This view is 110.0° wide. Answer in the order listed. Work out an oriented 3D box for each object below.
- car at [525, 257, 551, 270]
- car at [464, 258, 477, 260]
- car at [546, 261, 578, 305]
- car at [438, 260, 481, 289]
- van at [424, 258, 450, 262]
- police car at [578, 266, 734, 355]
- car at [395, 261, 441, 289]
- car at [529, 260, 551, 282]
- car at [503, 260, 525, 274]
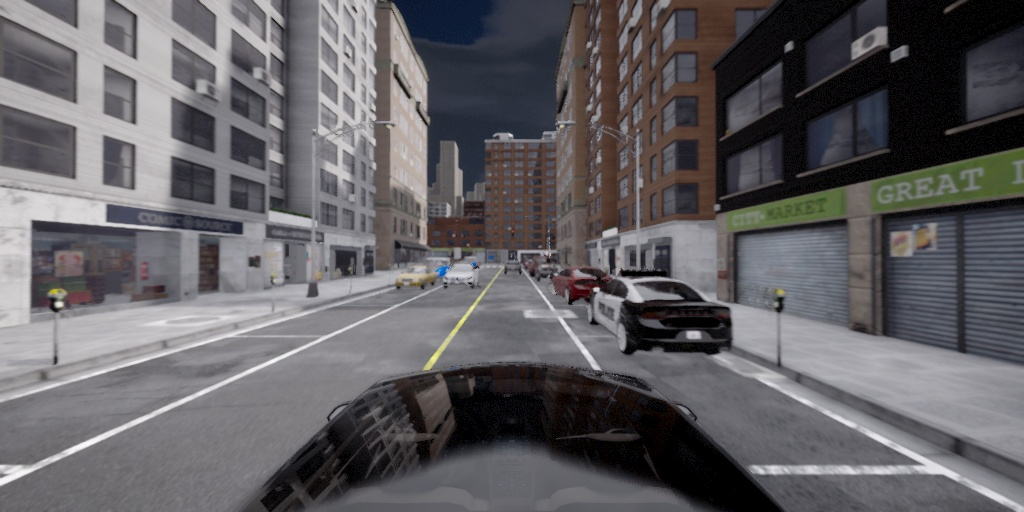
[{"bbox_3d":[2.680,0.979,33.430,2.192,1.841,5.009,0,0,0],"label":"car"},{"bbox_3d":[-5.842,1.219,44.400,1.948,1.339,4.313,0,0,0],"label":"car"},{"bbox_3d":[3.010,1.179,15.950,1.882,1.535,5.008,0,0,-5],"label":"car"},{"bbox_3d":[-3.091,1.210,22.505,1.812,1.442,4.674,0,0,0],"label":"car"},{"bbox_3d":[-5.848,1.015,27.955,1.690,1.789,3.998,0,0,0],"label":"van"},{"bbox_3d":[3.136,1.149,8.774,1.930,1.638,5.238,0,0,0],"label":"police car"},{"bbox_3d":[-5.850,1.210,22.303,1.751,1.417,4.829,0,0,0],"label":"car"},{"bbox_3d":[2.678,1.223,27.949,2.007,1.370,4.403,0,0,0],"label":"car"},{"bbox_3d":[0.105,1.148,39.513,2.128,1.511,4.902,0,0,0],"label":"car"}]
